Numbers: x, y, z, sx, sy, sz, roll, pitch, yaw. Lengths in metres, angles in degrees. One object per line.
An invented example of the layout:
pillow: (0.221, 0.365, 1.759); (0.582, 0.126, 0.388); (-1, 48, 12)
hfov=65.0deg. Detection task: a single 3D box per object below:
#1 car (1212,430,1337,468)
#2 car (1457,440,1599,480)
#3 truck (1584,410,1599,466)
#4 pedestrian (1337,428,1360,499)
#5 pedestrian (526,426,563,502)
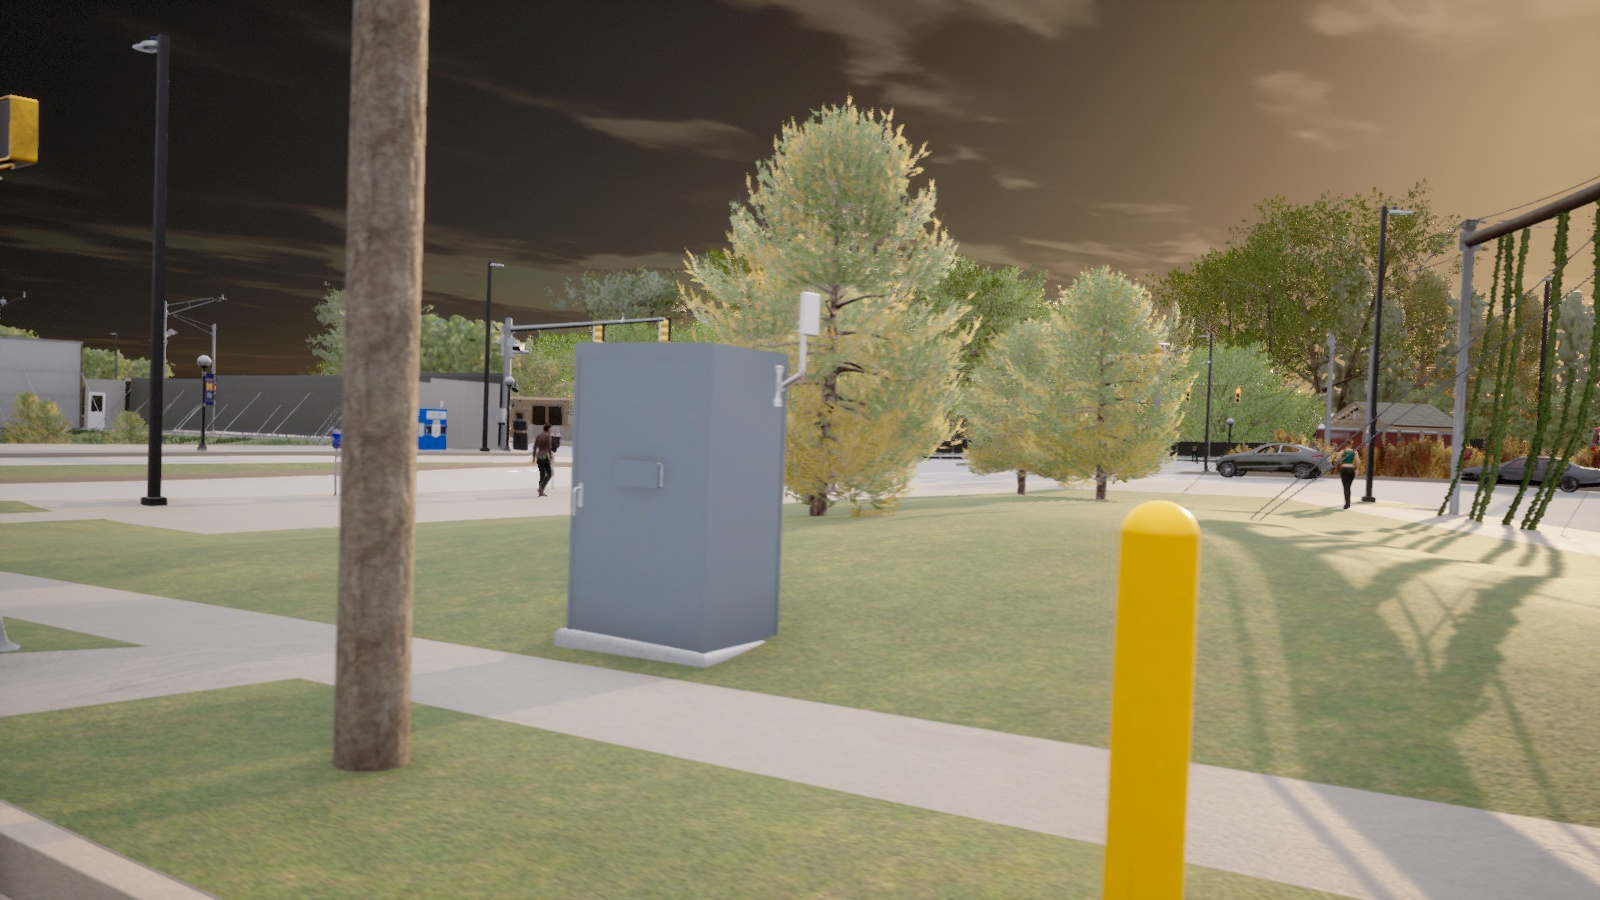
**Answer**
car: (21.895, -0.059, 58.046); (5.027, 1.651, 2.152); (0, 1, 35)
car: (30.465, 0.402, 52.144); (5.357, 1.411, 2.033); (2, 3, 35)
truck: (52.920, -0.683, 76.783); (7.936, 3.462, 2.891); (2, 2, 44)
pedestrian: (14.378, 0.338, 32.934); (0.345, 1.836, 0.594); (1, 2, 9)
pedestrian: (-6.228, 0.334, 30.594); (0.328, 1.805, 0.869); (2, 2, 34)
